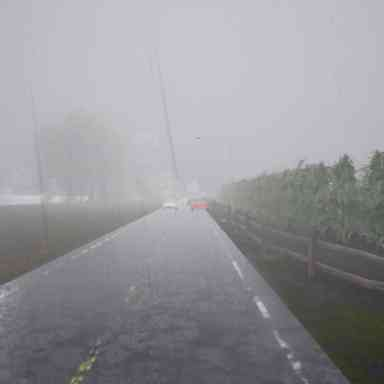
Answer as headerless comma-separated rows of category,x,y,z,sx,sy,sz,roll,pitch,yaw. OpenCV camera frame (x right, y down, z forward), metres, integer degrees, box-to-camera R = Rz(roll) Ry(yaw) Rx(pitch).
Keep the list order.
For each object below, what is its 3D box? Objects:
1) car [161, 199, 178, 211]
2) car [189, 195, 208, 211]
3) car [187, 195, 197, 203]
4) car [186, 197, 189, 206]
car,-2.846,1.697,43.849,1.812,1.442,4.674,0,0,0
car,0.946,1.518,42.526,2.097,1.767,4.553,0,0,0
car,-0.023,1.511,74.327,2.097,1.767,4.553,0,0,0
car,-0.020,1.790,60.521,2.033,1.411,5.357,0,0,0
